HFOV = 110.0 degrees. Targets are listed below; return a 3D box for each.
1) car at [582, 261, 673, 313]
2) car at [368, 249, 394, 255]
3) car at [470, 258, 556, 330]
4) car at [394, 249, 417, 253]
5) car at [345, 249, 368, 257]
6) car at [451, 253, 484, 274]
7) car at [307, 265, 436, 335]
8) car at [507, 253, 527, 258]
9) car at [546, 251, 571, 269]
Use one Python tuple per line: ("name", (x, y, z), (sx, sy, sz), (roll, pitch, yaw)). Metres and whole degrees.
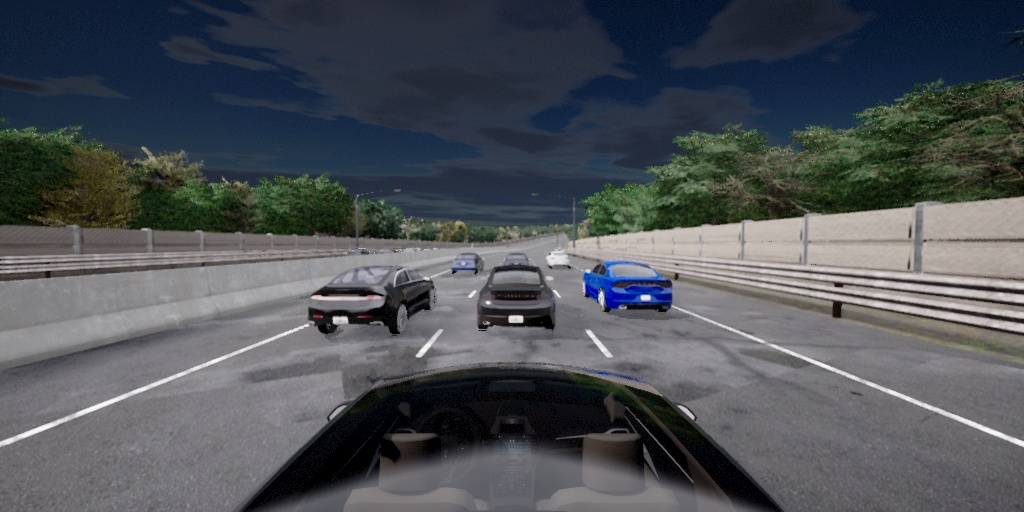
("car", (3.663, 0.888, 12.192), (1.882, 1.535, 5.008), (0, 2, 1))
("car", (-16.660, -0.240, 47.834), (2.033, 1.411, 5.357), (0, 2, 2))
("car", (0.128, 0.987, 9.988), (1.837, 1.490, 4.892), (0, 2, 1))
("car", (-13.220, -0.207, 46.286), (1.812, 1.442, 4.674), (0, 2, 2))
("car", (-20.190, -0.203, 47.041), (1.994, 1.385, 4.181), (0, 2, 2))
("car", (-3.139, 0.491, 26.116), (2.033, 1.411, 5.357), (0, 2, 2))
("car", (-3.377, 0.985, 9.560), (2.128, 1.511, 4.902), (0, 2, 1))
("car", (0.361, 0.496, 26.047), (2.033, 1.411, 5.357), (0, 2, 2))
("car", (4.007, 0.295, 31.543), (1.812, 1.442, 4.674), (0, 2, 2))
